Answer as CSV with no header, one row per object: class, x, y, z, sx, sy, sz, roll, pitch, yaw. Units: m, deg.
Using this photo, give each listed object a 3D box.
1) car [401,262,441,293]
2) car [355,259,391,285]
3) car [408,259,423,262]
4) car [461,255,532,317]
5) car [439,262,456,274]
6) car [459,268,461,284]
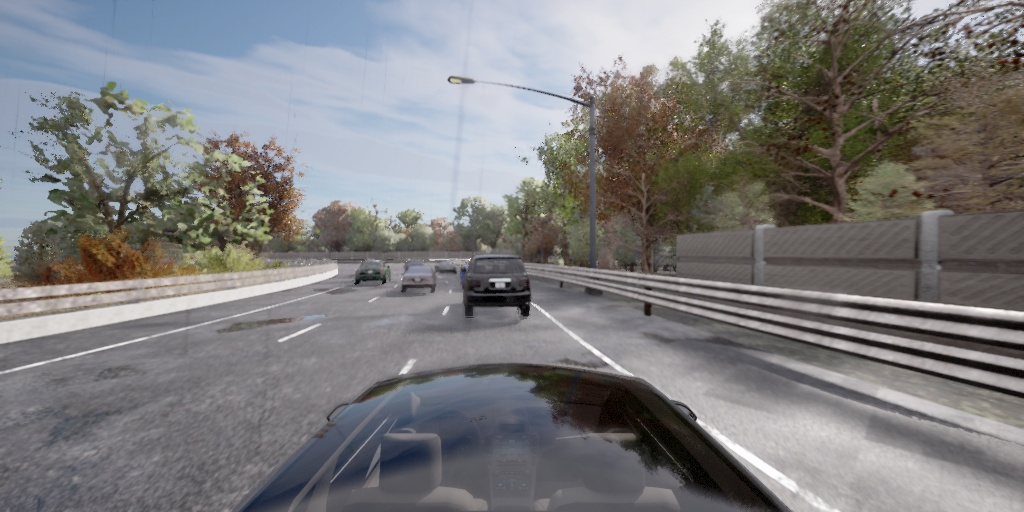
car,-5.431,1.312,21.276,2.033,1.411,5.357,0,0,-11
car,-10.334,1.135,26.934,2.097,1.767,4.553,0,0,-14
car,-11.060,1.133,40.729,2.097,1.767,4.553,0,0,-21
car,-0.705,0.970,13.375,2.150,2.045,5.566,0,0,-8
car,-7.868,1.332,41.927,1.994,1.385,4.181,0,0,-21
car,-2.386,1.230,23.608,1.882,1.535,5.008,0,0,-11
